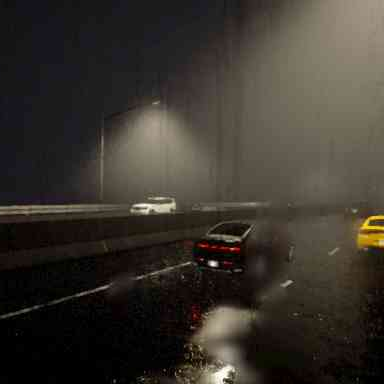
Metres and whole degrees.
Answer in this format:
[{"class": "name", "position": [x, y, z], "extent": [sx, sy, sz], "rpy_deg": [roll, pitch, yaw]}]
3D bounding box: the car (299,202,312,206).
[{"class": "car", "position": [23.200, 2.787, 67.293], "extent": [2.033, 1.411, 5.357], "rpy_deg": [0, -1, 35]}]

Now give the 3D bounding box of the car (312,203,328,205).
[{"class": "car", "position": [25.337, 2.803, 64.248], "extent": [1.994, 1.385, 4.181], "rpy_deg": [0, -1, 35]}]

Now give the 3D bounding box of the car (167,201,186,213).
[{"class": "car", "position": [-0.065, 1.936, 33.579], "extent": [1.837, 1.490, 4.892], "rpy_deg": [0, -1, 34]}]

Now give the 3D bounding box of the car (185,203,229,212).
[{"class": "car", "position": [1.961, 1.966, 30.323], "extent": [2.033, 1.411, 5.357], "rpy_deg": [0, -1, 34]}]

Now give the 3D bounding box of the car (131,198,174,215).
[{"class": "car", "position": [-3.809, 1.604, 34.281], "extent": [2.150, 2.045, 5.566], "rpy_deg": [0, -1, 34]}]

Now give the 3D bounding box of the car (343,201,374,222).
[{"class": "car", "position": [16.381, 1.891, 32.594], "extent": [2.150, 2.045, 5.566], "rpy_deg": [0, -1, 34]}]

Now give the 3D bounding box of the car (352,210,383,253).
[{"class": "car", "position": [8.503, 1.790, 14.512], "extent": [1.882, 1.535, 5.008], "rpy_deg": [0, -1, 33]}]

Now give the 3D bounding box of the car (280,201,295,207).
[{"class": "car", "position": [19.644, 2.574, 68.320], "extent": [2.097, 1.767, 4.553], "rpy_deg": [0, -1, 35]}]

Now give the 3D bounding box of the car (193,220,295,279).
[{"class": "car", "position": [1.881, 1.672, 10.810], "extent": [1.837, 1.490, 4.892], "rpy_deg": [0, -1, 33]}]
